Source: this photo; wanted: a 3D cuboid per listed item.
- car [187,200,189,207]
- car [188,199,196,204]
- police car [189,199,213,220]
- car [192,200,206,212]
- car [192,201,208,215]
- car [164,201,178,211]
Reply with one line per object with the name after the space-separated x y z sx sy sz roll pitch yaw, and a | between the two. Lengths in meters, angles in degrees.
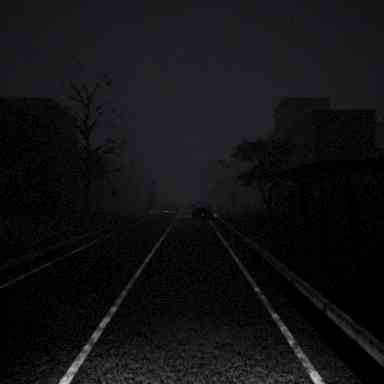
0.014 2.225 66.775 2.128 1.511 4.902 0 -1 0 | car
0.017 2.301 81.803 1.895 1.301 4.718 0 0 0 | car
0.906 1.715 31.049 1.930 1.638 5.238 0 -1 0 | police car
0.909 1.986 46.937 1.882 1.535 5.008 0 -1 0 | car
0.908 1.904 40.937 1.882 1.535 5.008 0 -1 0 | car
-3.073 2.099 50.087 2.033 1.411 5.357 0 -1 0 | car
